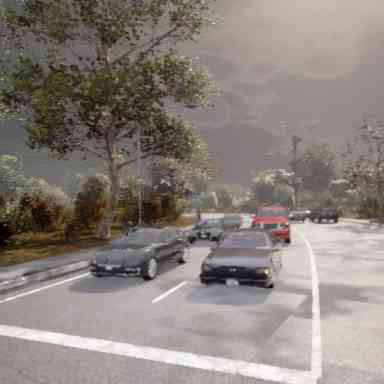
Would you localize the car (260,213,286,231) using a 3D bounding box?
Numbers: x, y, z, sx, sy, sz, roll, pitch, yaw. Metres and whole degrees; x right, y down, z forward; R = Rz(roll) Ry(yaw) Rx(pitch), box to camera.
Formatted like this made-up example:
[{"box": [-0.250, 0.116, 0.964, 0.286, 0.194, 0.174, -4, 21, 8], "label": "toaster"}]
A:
[{"box": [7.357, 2.693, 30.647, 2.033, 1.411, 5.357, -1, -3, 11], "label": "car"}]

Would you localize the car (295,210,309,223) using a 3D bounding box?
[{"box": [12.661, 3.064, 41.292, 1.837, 1.490, 4.892, -1, -3, 6], "label": "car"}]

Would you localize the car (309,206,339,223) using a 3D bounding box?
[{"box": [16.125, 2.685, 40.621, 2.150, 2.045, 5.566, -1, -3, 6], "label": "car"}]

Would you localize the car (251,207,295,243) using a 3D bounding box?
[{"box": [4.886, 1.918, 20.289, 2.150, 2.045, 5.566, -2, -3, 15], "label": "car"}]

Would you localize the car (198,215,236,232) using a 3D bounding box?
[{"box": [1.179, 2.308, 20.063, 1.994, 1.385, 4.181, -2, -3, 15], "label": "car"}]

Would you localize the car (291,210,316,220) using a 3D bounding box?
[{"box": [16.884, 3.470, 50.690, 2.033, 1.411, 5.357, -1, -3, 2], "label": "car"}]

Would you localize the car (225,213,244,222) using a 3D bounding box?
[{"box": [3.596, 2.668, 29.731, 1.837, 1.490, 4.892, -1, -3, 11], "label": "car"}]

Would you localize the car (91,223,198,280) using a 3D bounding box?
[{"box": [-1.537, 1.944, 11.579, 1.837, 1.490, 4.892, -2, -2, 19], "label": "car"}]

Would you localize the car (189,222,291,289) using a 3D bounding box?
[{"box": [1.845, 1.891, 10.560, 2.033, 1.411, 5.357, -2, -2, 19], "label": "car"}]

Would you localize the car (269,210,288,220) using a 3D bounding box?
[{"box": [13.369, 3.543, 51.655, 1.837, 1.490, 4.892, -1, -3, 2], "label": "car"}]
